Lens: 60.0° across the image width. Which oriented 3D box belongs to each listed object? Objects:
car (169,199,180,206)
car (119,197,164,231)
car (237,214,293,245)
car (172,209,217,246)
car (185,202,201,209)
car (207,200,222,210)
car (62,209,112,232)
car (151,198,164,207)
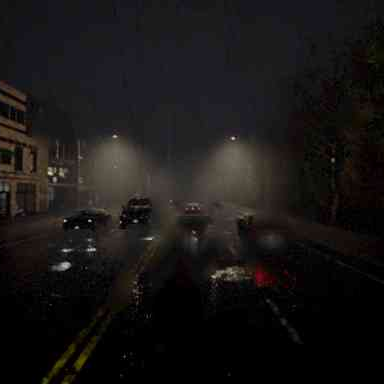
[{"bbox_3d":[-3.255,2.008,63.571,2.033,1.411,5.357,0,0,0],"label":"car"},{"bbox_3d":[-3.345,1.386,22.440,2.150,2.045,5.566,0,0,0],"label":"car"},{"bbox_3d":[3.353,1.721,16.299,1.895,1.301,4.718,0,0,0],"label":"car"},{"bbox_3d":[0.103,1.719,16.018,1.895,1.301,4.718,0,0,0],"label":"car"},{"bbox_3d":[0.106,1.819,37.302,2.033,1.411,5.357,0,0,0],"label":"car"},{"bbox_3d":[3.355,1.843,48.786,2.128,1.511,4.902,0,-1,0],"label":"car"},{"bbox_3d":[-6.596,1.757,21.291,1.895,1.301,4.718,0,0,0],"label":"car"},{"bbox_3d":[-6.509,1.985,63.203,1.812,1.442,4.674,0,0,0],"label":"car"}]
